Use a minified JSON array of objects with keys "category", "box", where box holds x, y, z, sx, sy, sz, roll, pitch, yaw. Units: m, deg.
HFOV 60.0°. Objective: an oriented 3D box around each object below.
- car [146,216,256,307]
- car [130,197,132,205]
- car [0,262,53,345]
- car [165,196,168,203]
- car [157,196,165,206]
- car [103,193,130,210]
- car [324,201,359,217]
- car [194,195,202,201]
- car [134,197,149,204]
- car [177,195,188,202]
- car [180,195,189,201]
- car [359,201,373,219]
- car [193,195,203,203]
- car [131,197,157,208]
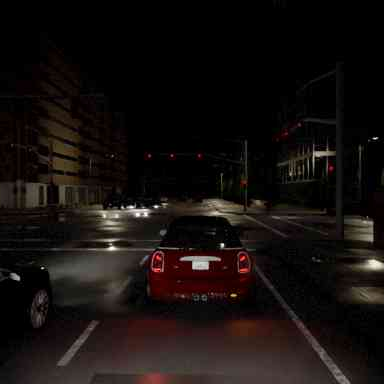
[{"category":"car","box":[0.223,1.352,8.161,2.097,1.767,4.553,0,0,2]},{"category":"car","box":[-9.927,1.564,53.572,1.994,1.385,4.181,0,0,2]},{"category":"car","box":[-3.394,1.492,3.933,2.128,1.511,4.902,0,0,1]},{"category":"car","box":[-5.966,1.526,66.863,1.812,1.442,4.674,0,0,2]},{"category":"car","box":[-6.332,1.547,56.590,2.033,1.411,5.357,0,0,2]},{"category":"car","box":[-10.149,1.221,44.159,2.150,2.045,5.566,0,0,1]},{"category":"car","box":[14.517,1.547,30.067,4.902,1.511,2.128,0,0,1]},{"category":"car","box":[1.576,1.478,84.035,1.882,1.535,5.008,0,0,2]},{"category":"car","box":[-9.595,1.601,63.572,1.895,1.301,4.718,0,0,2]},{"category":"car","box":[-2.227,1.524,73.903,2.128,1.511,4.902,0,0,2]},{"category":"car","box":[-1.927,1.540,83.989,2.033,1.411,5.357,0,0,2]},{"category":"car","box":[16.703,1.603,26.519,5.357,1.411,2.033,0,0,1]},{"category":"car","box":[1.248,1.478,70.163,1.882,1.535,5.008,0,0,2]},{"category":"car","box":[-6.593,1.491,46.582,2.128,1.511,4.902,0,0,1]}]
